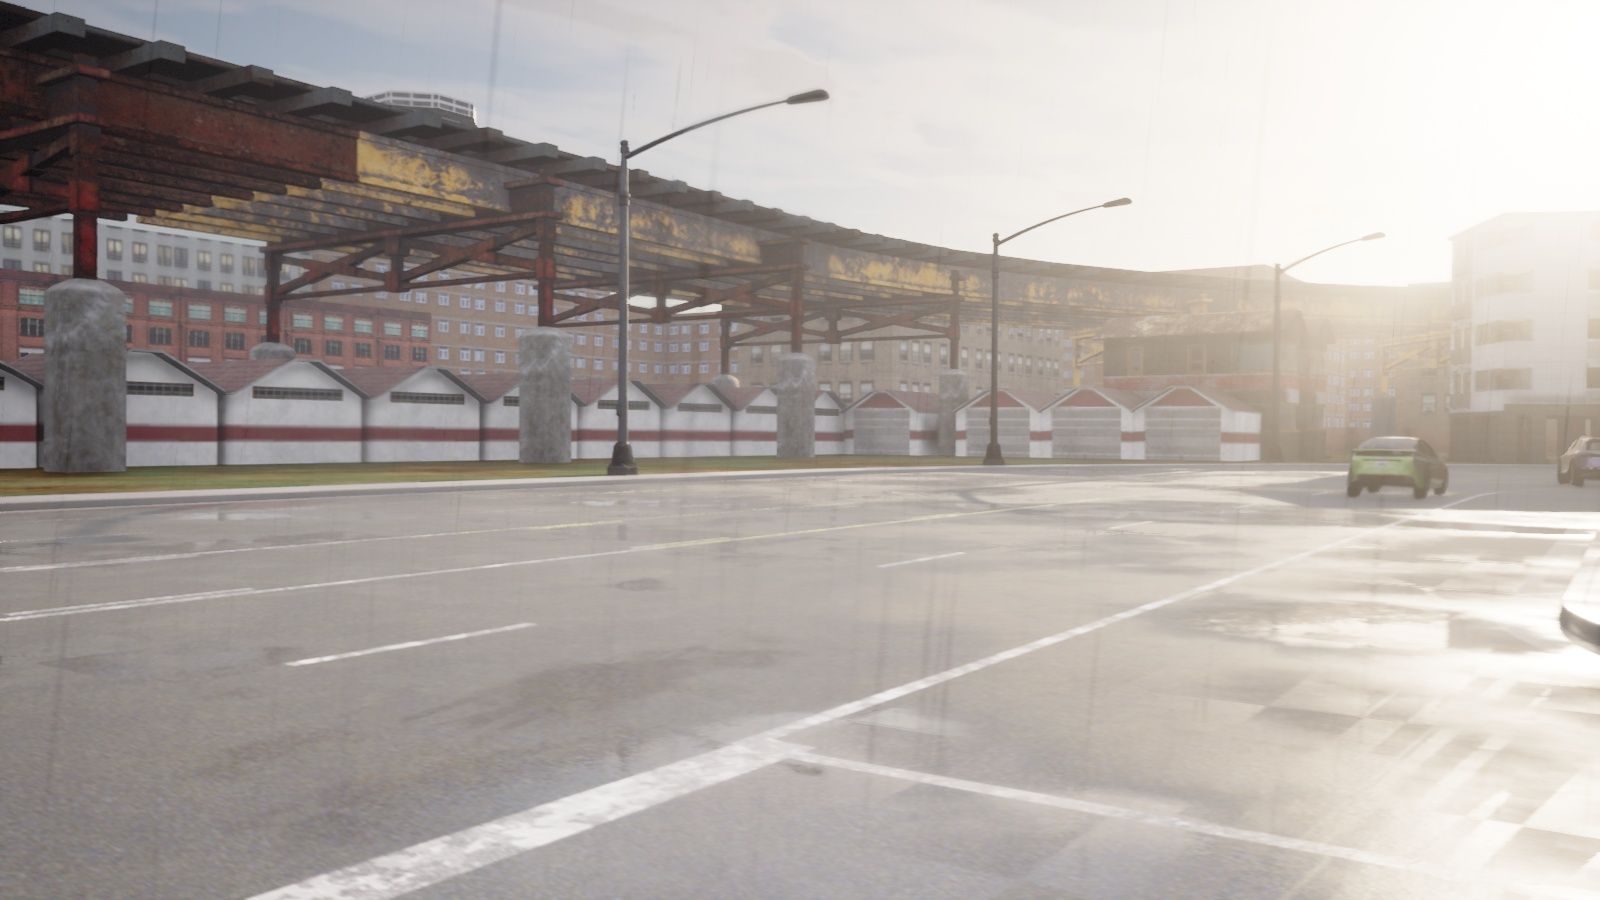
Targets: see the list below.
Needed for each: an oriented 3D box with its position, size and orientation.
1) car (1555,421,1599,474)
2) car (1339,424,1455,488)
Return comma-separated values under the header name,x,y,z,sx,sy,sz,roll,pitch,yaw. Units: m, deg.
name,x,y,z,sx,sy,sz,roll,pitch,yaw
car,26.275,-0.137,41.204,2.033,1.649,4.856,-1,0,25
car,15.492,0.103,32.445,2.007,1.525,4.514,0,1,35
